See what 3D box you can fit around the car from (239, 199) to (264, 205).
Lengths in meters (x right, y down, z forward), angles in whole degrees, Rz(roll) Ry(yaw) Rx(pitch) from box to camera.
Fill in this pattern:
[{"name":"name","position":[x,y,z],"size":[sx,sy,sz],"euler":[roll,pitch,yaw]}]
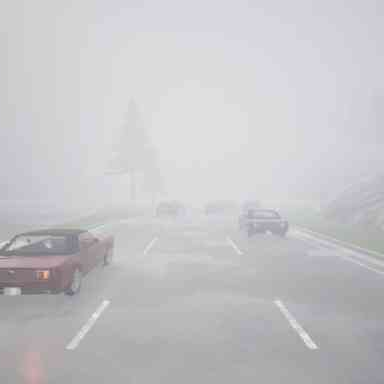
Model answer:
[{"name":"car","position":[6.674,1.478,36.082],"size":[1.882,1.535,5.008],"euler":[0,0,16]}]

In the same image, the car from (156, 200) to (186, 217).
[{"name":"car","position":[-1.882,1.492,31.051],"size":[2.128,1.511,4.902],"euler":[0,0,13]}]

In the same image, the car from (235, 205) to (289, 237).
[{"name":"car","position":[3.659,1.601,17.882],"size":[1.895,1.301,4.718],"euler":[0,0,1]}]

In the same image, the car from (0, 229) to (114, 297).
[{"name":"car","position":[-3.398,1.601,8.551],"size":[1.895,1.301,4.718],"euler":[0,0,0]}]

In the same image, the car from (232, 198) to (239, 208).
[{"name":"car","position":[5.321,1.526,44.196],"size":[1.812,1.442,4.674],"euler":[0,0,16]}]

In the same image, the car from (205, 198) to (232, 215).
[{"name":"car","position":[2.559,1.526,34.235],"size":[1.812,1.442,4.674],"euler":[0,0,15]}]
